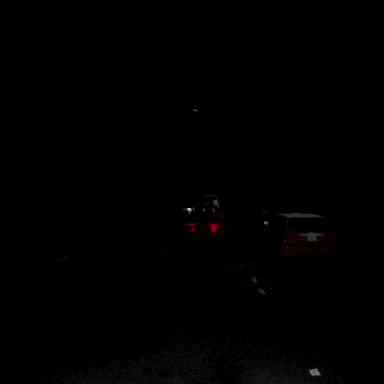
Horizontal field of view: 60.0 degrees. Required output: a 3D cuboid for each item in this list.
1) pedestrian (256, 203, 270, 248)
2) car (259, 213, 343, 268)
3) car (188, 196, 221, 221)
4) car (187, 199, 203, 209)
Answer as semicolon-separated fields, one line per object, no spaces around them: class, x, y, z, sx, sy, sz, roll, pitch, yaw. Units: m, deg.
pedestrian;2.891;1.299;13.454;0.375;1.860;0.375;-1;1;-13
car;3.430;1.421;11.158;1.970;1.475;3.806;0;0;2
car;1.086;1.427;27.726;2.097;1.767;4.553;0;0;5
car;0.583;1.817;52.308;1.994;1.385;4.181;0;0;8
